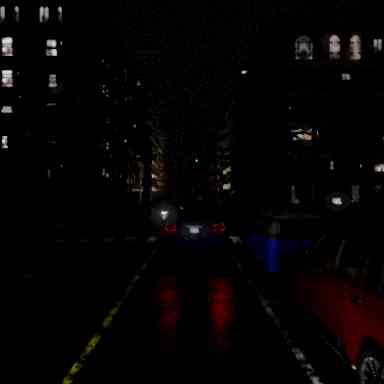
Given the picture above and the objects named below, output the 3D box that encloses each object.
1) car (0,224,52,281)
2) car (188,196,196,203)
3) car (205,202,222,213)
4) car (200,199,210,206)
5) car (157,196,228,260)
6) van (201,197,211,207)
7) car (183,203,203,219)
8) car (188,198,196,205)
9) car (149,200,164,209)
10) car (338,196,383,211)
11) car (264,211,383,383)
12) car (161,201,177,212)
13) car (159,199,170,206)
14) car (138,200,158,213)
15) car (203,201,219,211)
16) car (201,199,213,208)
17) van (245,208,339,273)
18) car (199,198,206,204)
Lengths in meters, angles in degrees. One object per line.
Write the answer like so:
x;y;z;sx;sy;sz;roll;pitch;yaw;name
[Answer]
-5.697;1.662;10.025;1.802;1.307;4.206;0;0;0;car
-0.002;1.870;81.850;2.097;1.767;4.553;0;-1;0;car
2.683;1.925;42.417;1.802;1.307;4.206;0;0;0;car
2.682;2.145;70.034;1.947;1.339;4.313;0;-1;0;car
0.232;1.326;13.144;2.150;2.045;5.566;0;-1;3;car
2.680;1.873;64.512;1.690;1.788;3.998;0;0;0;van
0.099;1.872;33.716;1.895;1.301;4.718;0;0;0;car
-0.003;2.112;71.872;1.812;1.442;4.674;0;-1;0;car
-5.699;2.002;53.476;1.947;1.339;4.313;0;0;0;car
15.758;1.269;29.561;5.009;1.841;2.192;-1;1;0;car
2.682;1.352;4.498;2.192;1.841;5.009;0;0;0;car
-3.085;1.933;45.509;1.994;1.385;4.181;0;0;0;car
-5.699;2.124;70.046;1.887;1.381;4.507;0;0;0;car
-5.698;1.909;42.429;1.947;1.339;4.313;0;0;0;car
2.683;1.956;47.940;1.947;1.339;4.313;0;0;0;car
2.682;2.029;58.987;1.887;1.381;4.507;0;0;0;car
2.682;1.421;10.026;1.690;1.788;3.998;0;0;0;van
2.681;2.251;86.773;1.752;1.417;4.829;0;-1;0;car
